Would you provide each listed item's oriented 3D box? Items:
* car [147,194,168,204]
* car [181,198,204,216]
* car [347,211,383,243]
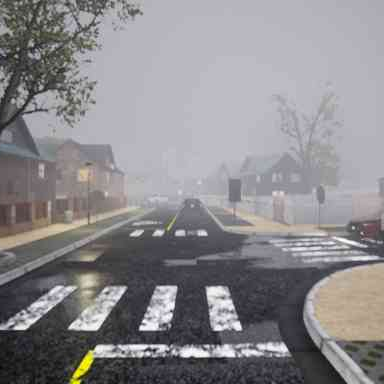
[{"bbox_3d":[-6.775,1.366,65.279,2.150,2.045,5.566,0,-1,-34],"label":"car"},{"bbox_3d":[0.023,1.341,32.280,2.097,1.767,4.553,0,0,0],"label":"car"},{"bbox_3d":[8.932,1.315,14.216,4.181,1.385,1.994,-1,0,2],"label":"car"}]
